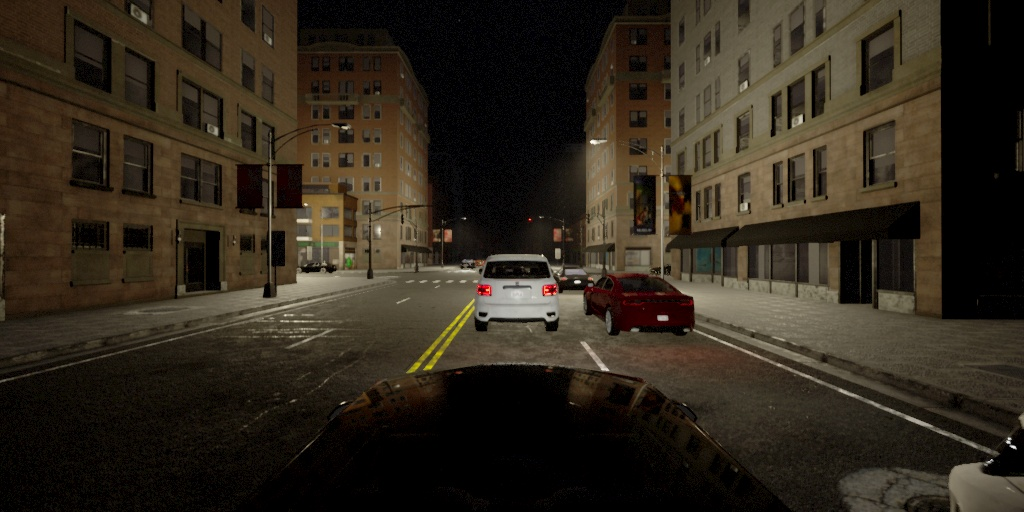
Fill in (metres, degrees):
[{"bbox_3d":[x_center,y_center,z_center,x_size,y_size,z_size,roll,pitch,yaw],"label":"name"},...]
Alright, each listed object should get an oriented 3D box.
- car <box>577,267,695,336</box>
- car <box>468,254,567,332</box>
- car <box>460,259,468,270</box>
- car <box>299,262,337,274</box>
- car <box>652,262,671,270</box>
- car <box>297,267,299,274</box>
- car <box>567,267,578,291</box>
[{"bbox_3d":[3.369,1.227,10.441,1.882,1.535,5.008,0,0,0],"label":"car"},{"bbox_3d":[0.123,0.971,11.009,2.150,2.045,5.566,0,0,0],"label":"car"},{"bbox_3d":[-6.478,1.233,52.621,2.128,1.511,4.902,0,0,0],"label":"car"},{"bbox_3d":[-22.042,1.324,40.345,4.313,1.339,1.948,0,0,0],"label":"car"},{"bbox_3d":[16.881,1.351,37.876,4.181,1.385,1.994,0,0,0],"label":"car"},{"bbox_3d":[-22.101,1.168,32.320,4.097,1.591,1.967,0,0,0],"label":"car"},{"bbox_3d":[3.389,1.312,20.529,1.994,1.385,4.181,0,0,0],"label":"car"}]
